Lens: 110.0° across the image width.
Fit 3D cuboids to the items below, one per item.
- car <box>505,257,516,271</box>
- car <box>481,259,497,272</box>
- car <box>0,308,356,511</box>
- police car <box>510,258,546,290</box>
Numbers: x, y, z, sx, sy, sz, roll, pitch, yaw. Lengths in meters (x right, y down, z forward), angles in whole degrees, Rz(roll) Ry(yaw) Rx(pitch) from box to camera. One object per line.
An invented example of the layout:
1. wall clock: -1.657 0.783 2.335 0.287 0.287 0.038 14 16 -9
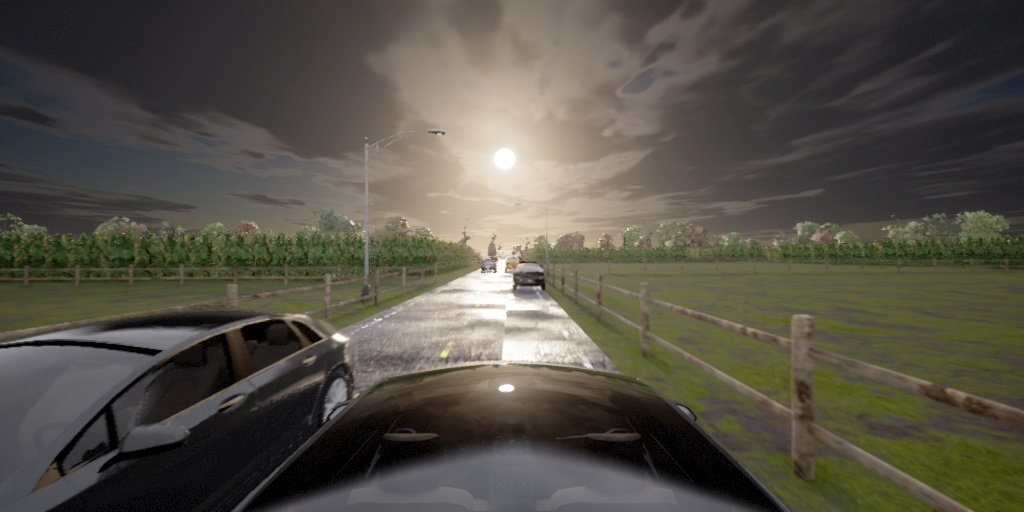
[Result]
1. car: 0.078 1.158 47.837 1.882 1.535 5.008 0 0 0
2. car: -2.816 1.178 44.587 2.128 1.511 4.902 0 0 0
3. car: -2.849 1.254 2.584 1.837 1.490 4.892 0 0 0
4. police car: 0.970 1.150 22.200 1.930 1.638 5.238 0 0 0
